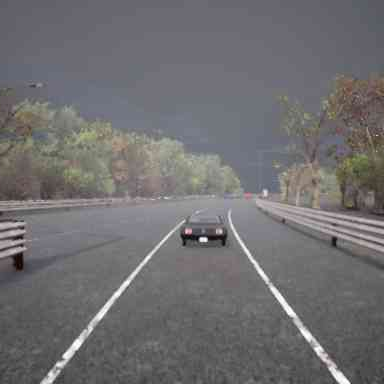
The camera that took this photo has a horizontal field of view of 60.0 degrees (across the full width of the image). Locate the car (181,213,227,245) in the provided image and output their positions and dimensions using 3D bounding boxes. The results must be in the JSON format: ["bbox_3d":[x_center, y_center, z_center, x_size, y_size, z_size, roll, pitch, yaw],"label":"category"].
[{"bbox_3d":[0.585,1.595,15.381,1.895,1.301,4.718,0,0,3],"label":"car"}]
